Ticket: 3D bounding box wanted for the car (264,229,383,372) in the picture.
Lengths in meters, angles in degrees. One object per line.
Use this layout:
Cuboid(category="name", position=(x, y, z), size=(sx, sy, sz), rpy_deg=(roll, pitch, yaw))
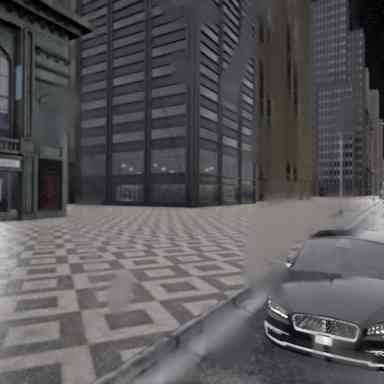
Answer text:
Cuboid(category="car", position=(2.811, 1.507, 6.018), size=(1.837, 1.490, 4.892), rpy_deg=(0, 0, 31))
